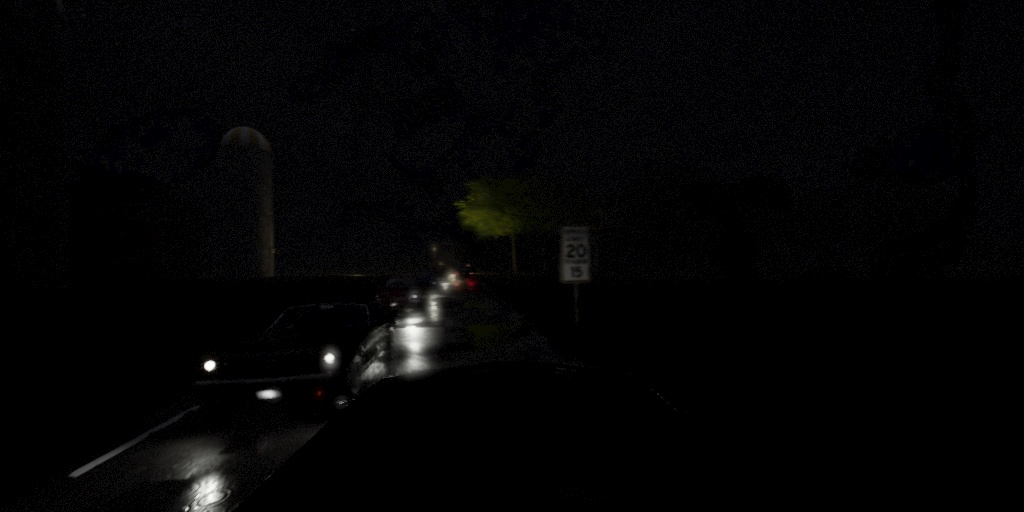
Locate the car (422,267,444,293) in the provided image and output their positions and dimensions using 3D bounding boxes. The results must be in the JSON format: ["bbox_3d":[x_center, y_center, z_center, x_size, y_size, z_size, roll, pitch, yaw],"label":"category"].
[{"bbox_3d":[-6.222,1.771,25.890,1.882,1.535,5.008,-1,-1,-8],"label":"car"}]

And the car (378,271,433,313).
[{"bbox_3d":[-4.754,1.597,15.795,1.812,1.442,4.674,-1,-1,-8],"label":"car"}]

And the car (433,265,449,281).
[{"bbox_3d":[-8.362,1.844,41.202,2.097,1.767,4.553,-1,-1,-8],"label":"car"}]

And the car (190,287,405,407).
[{"bbox_3d":[-3.436,1.500,6.776,1.895,1.301,4.718,-1,-1,-8],"label":"car"}]

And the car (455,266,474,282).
[{"bbox_3d":[-5.446,1.961,40.936,2.097,1.767,4.553,-1,-1,-8],"label":"car"}]
